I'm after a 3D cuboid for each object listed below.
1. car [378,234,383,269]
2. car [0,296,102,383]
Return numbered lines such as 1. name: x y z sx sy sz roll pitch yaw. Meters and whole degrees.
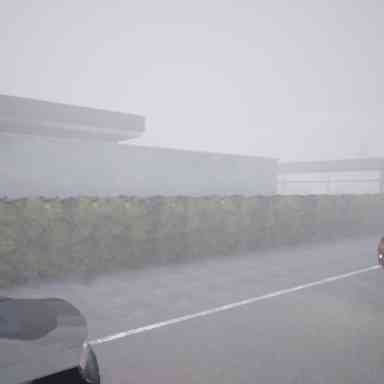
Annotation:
1. car: 7.461 1.223 9.297 5.566 2.045 2.150 0 0 -35
2. car: -3.003 1.492 1.849 4.902 1.511 2.128 0 0 -35
